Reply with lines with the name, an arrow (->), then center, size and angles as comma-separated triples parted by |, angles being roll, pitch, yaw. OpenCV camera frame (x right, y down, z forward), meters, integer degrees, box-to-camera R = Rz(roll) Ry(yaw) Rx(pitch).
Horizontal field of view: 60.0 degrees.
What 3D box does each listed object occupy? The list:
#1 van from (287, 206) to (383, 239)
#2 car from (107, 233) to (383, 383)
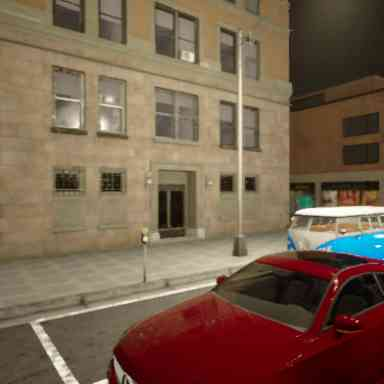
van -> 4.358, 1.316, 9.318 | 3.998, 1.788, 1.690 | 0, 0, -35
car -> 1.360, 1.516, 4.037 | 4.674, 1.442, 1.812 | 0, 0, -34
